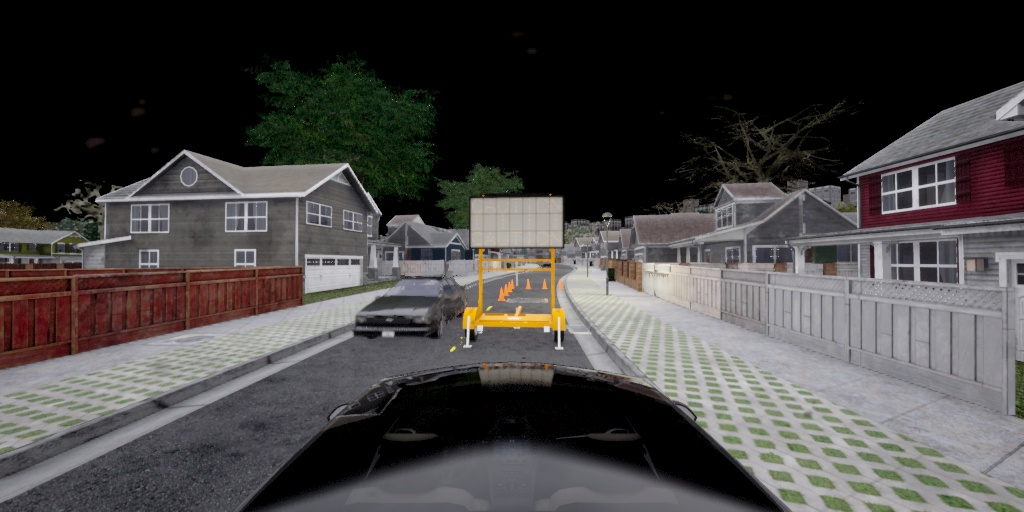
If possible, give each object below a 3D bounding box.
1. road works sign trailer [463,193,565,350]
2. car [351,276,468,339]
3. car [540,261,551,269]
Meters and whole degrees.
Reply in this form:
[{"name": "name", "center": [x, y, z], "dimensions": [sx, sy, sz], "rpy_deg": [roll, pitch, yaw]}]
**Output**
[{"name": "road works sign trailer", "center": [0.130, 0.219, 9.167], "dimensions": [2.380, 3.560, 2.880], "rpy_deg": [0, 0, 5]}, {"name": "car", "center": [-2.521, 1.305, 10.391], "dimensions": [2.033, 1.411, 5.357], "rpy_deg": [0, 0, 3]}, {"name": "car", "center": [5.851, 1.220, 59.331], "dimensions": [2.097, 1.767, 4.553], "rpy_deg": [0, 0, 9]}]
